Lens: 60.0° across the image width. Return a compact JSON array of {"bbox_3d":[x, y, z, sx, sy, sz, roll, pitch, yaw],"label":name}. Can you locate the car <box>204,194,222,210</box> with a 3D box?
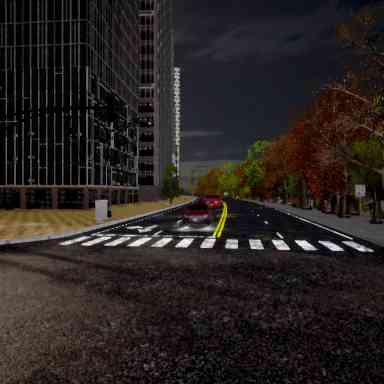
[{"bbox_3d":[2.784,1.236,44.028,2.150,2.045,5.566,0,0,6],"label":"car"}]

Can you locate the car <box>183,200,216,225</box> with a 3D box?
[{"bbox_3d":[0.492,1.542,24.004,1.812,1.442,4.674,0,0,7],"label":"car"}]

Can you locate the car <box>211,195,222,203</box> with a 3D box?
[{"bbox_3d":[4.804,1.372,66.025,2.128,1.511,4.902,0,0,5],"label":"car"}]
